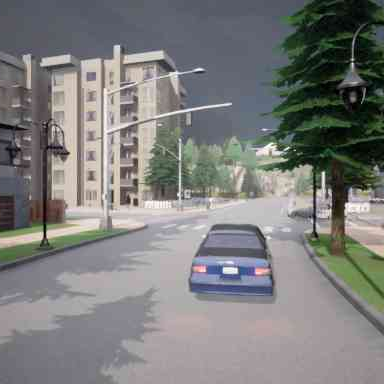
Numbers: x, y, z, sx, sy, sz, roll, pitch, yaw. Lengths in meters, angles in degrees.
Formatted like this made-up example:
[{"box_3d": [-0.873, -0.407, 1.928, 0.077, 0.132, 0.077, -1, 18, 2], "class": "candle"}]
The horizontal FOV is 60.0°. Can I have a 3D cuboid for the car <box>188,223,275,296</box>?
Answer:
[{"box_3d": [1.137, 1.547, 8.833, 2.033, 1.411, 5.357, 0, 0, 9], "class": "car"}]

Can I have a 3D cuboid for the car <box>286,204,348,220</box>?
[{"box_3d": [10.126, 1.620, 27.258, 4.718, 1.301, 1.895, 0, 0, 19], "class": "car"}]
